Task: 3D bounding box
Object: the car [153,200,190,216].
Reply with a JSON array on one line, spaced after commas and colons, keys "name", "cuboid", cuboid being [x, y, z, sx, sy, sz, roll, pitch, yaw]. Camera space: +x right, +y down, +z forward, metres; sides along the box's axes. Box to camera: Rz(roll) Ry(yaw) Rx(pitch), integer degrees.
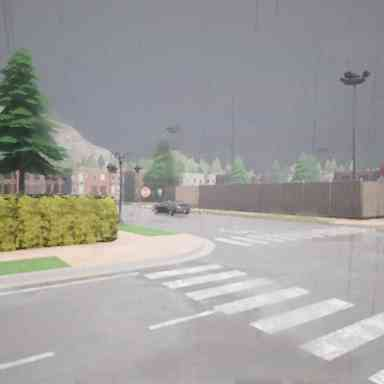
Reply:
[{"name": "car", "cuboid": [-2.081, 1.576, 32.757, 2.128, 1.511, 4.902, 1, -1, -35]}]
